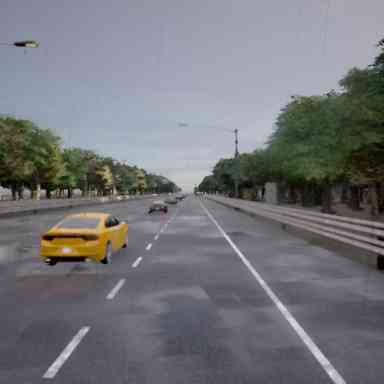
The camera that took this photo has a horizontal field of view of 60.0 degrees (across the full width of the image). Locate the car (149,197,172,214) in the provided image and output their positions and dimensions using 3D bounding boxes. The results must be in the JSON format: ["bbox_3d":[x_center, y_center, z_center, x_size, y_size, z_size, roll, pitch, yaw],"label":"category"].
[{"bbox_3d":[-3.525,1.537,36.055,1.812,1.442,4.674,0,0,0],"label":"car"}]

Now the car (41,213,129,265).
[{"bbox_3d":[-3.509,1.481,11.778,1.882,1.535,5.008,0,0,0],"label":"car"}]

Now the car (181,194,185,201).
[{"bbox_3d":[-3.490,1.550,87.303,1.882,1.535,5.008,0,0,0],"label":"car"}]

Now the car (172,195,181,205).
[{"bbox_3d":[-3.539,1.577,59.218,2.033,1.411,5.357,0,0,0],"label":"car"}]
